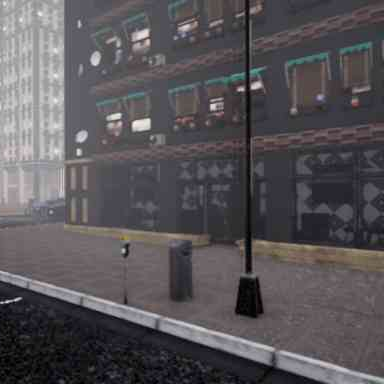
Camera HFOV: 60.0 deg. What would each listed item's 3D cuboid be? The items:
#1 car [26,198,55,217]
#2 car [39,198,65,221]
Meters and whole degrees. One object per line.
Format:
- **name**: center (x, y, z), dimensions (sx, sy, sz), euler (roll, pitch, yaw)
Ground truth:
- **car**: center (-11.572, 1.272, 28.165), dimensions (1.812, 1.442, 4.674), euler (0, 1, 35)
- **car**: center (-7.938, 1.310, 23.251), dimensions (1.947, 1.339, 4.313), euler (1, 1, 35)
